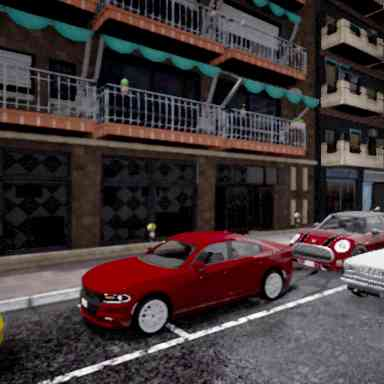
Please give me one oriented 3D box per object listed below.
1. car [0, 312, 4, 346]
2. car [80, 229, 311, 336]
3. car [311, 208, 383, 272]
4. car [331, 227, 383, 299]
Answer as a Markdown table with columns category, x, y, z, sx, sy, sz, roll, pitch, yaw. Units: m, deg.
| category | x | y | z | sx | sy | sz | roll | pitch | yaw |
| --- | --- | --- | --- | --- | --- | --- | --- | --- | --- |
| car | -4.635 | 1.547 | 3.240 | 4.829 | 1.417 | 1.752 | -1 | 1 | -35 |
| car | 0.112 | 1.504 | 6.625 | 4.507 | 1.381 | 1.887 | -1 | 1 | -35 |
| car | 4.722 | 1.339 | 9.911 | 4.097 | 1.590 | 1.967 | -1 | 1 | -35 |
| car | 5.243 | 1.512 | 7.118 | 4.718 | 1.301 | 1.895 | -1 | 0 | -35 |
